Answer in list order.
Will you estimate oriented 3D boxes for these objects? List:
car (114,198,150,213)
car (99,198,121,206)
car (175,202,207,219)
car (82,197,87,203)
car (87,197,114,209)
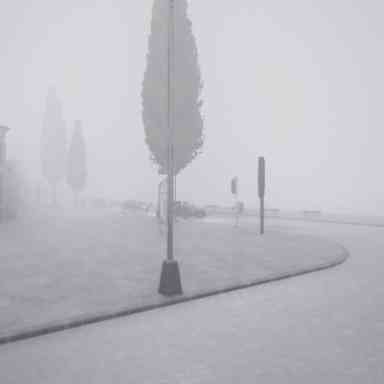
[{"bbox_3d":[-6.564,1.515,37.853,2.128,1.511,4.902,0,0,-35],"label":"car"},{"bbox_3d":[-13.651,1.630,54.993,1.895,1.301,4.718,0,0,-35],"label":"car"},{"bbox_3d":[-0.887,1.572,29.894,2.033,1.411,5.357,0,0,-36],"label":"car"},{"bbox_3d":[-19.438,1.577,63.086,2.033,1.411,5.357,0,0,-36],"label":"car"},{"bbox_3d":[-12.555,1.528,46.288,1.837,1.490,4.892,0,0,-35],"label":"car"}]
